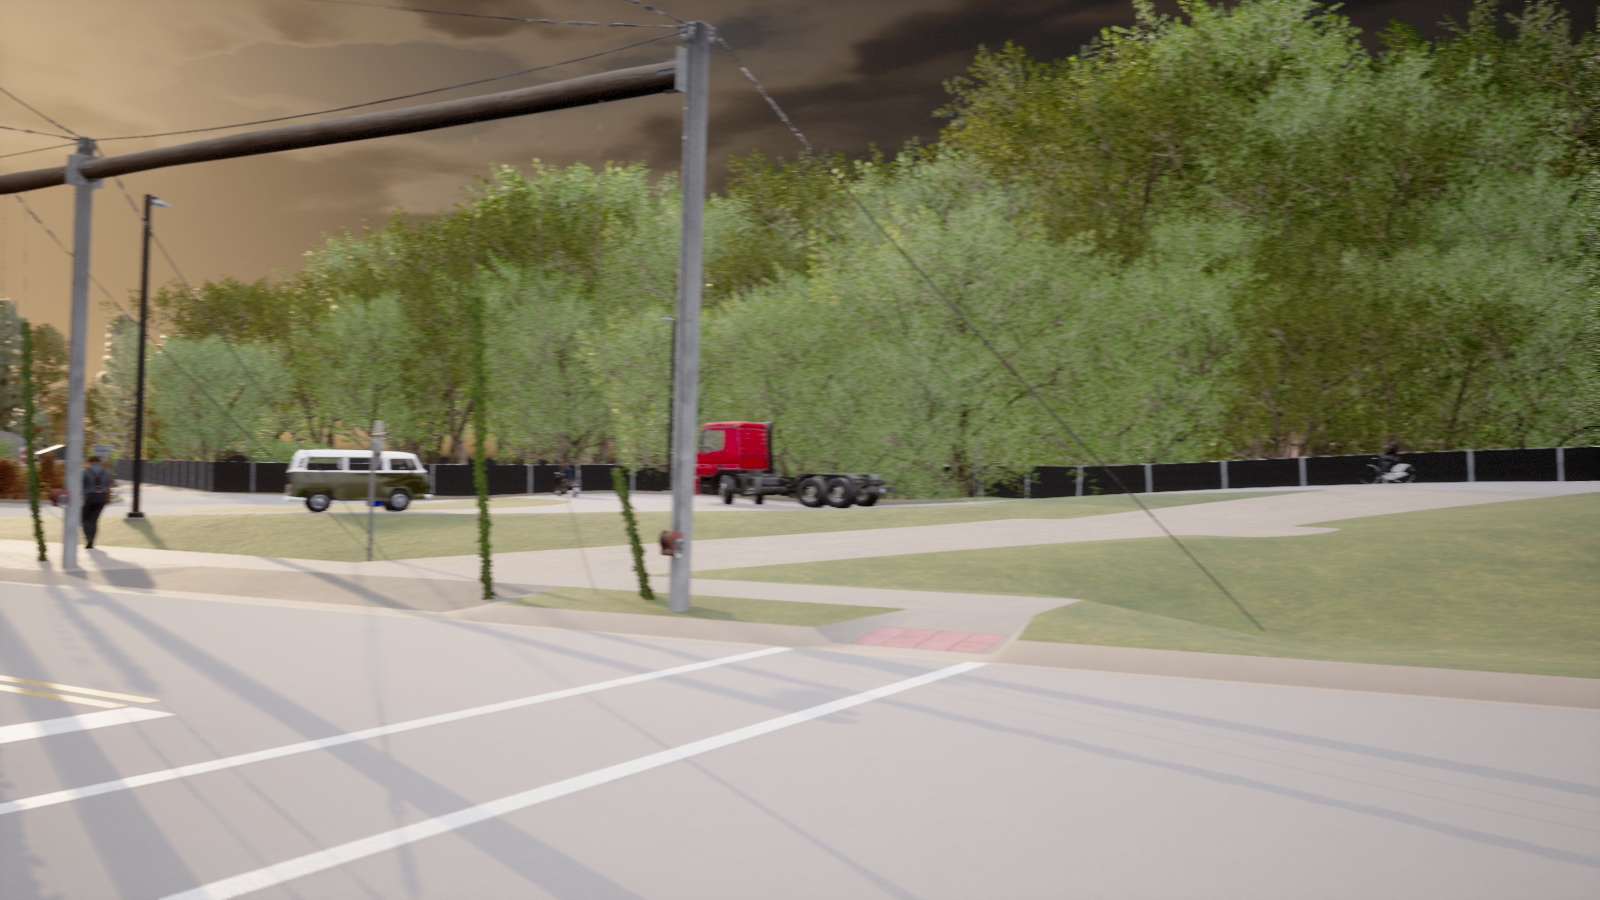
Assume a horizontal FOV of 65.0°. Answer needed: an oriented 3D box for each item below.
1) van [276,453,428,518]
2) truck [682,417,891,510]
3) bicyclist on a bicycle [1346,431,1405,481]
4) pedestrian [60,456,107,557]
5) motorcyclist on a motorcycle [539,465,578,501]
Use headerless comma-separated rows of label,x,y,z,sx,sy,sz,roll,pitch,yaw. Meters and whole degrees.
van,-14.661,1.137,41.134,4.480,2.038,2.069,0,-1,-26
truck,-0.579,0.529,50.153,7.936,3.462,2.891,0,-1,29
bicyclist on a bicycle,21.253,0.234,46.368,1.843,1.776,0.659,-3,-1,18
pedestrian,-13.458,1.056,23.575,0.694,1.848,0.540,1,-1,43
motorcyclist on a motorcycle,-11.108,1.493,57.842,0.866,1.590,1.817,-3,2,-44
